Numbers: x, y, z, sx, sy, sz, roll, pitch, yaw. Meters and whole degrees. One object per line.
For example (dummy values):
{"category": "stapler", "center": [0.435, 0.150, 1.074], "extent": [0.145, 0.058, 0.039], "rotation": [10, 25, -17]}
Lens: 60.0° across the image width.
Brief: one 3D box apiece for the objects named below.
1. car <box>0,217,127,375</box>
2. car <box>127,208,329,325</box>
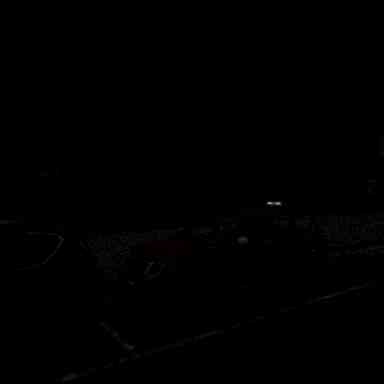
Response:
{"category": "car", "center": [-3.613, 1.314, 4.066], "extent": [5.009, 1.841, 2.192], "rotation": [0, 0, -35]}
{"category": "car", "center": [0.976, 1.327, 7.338], "extent": [5.009, 1.841, 2.192], "rotation": [0, 0, -35]}
